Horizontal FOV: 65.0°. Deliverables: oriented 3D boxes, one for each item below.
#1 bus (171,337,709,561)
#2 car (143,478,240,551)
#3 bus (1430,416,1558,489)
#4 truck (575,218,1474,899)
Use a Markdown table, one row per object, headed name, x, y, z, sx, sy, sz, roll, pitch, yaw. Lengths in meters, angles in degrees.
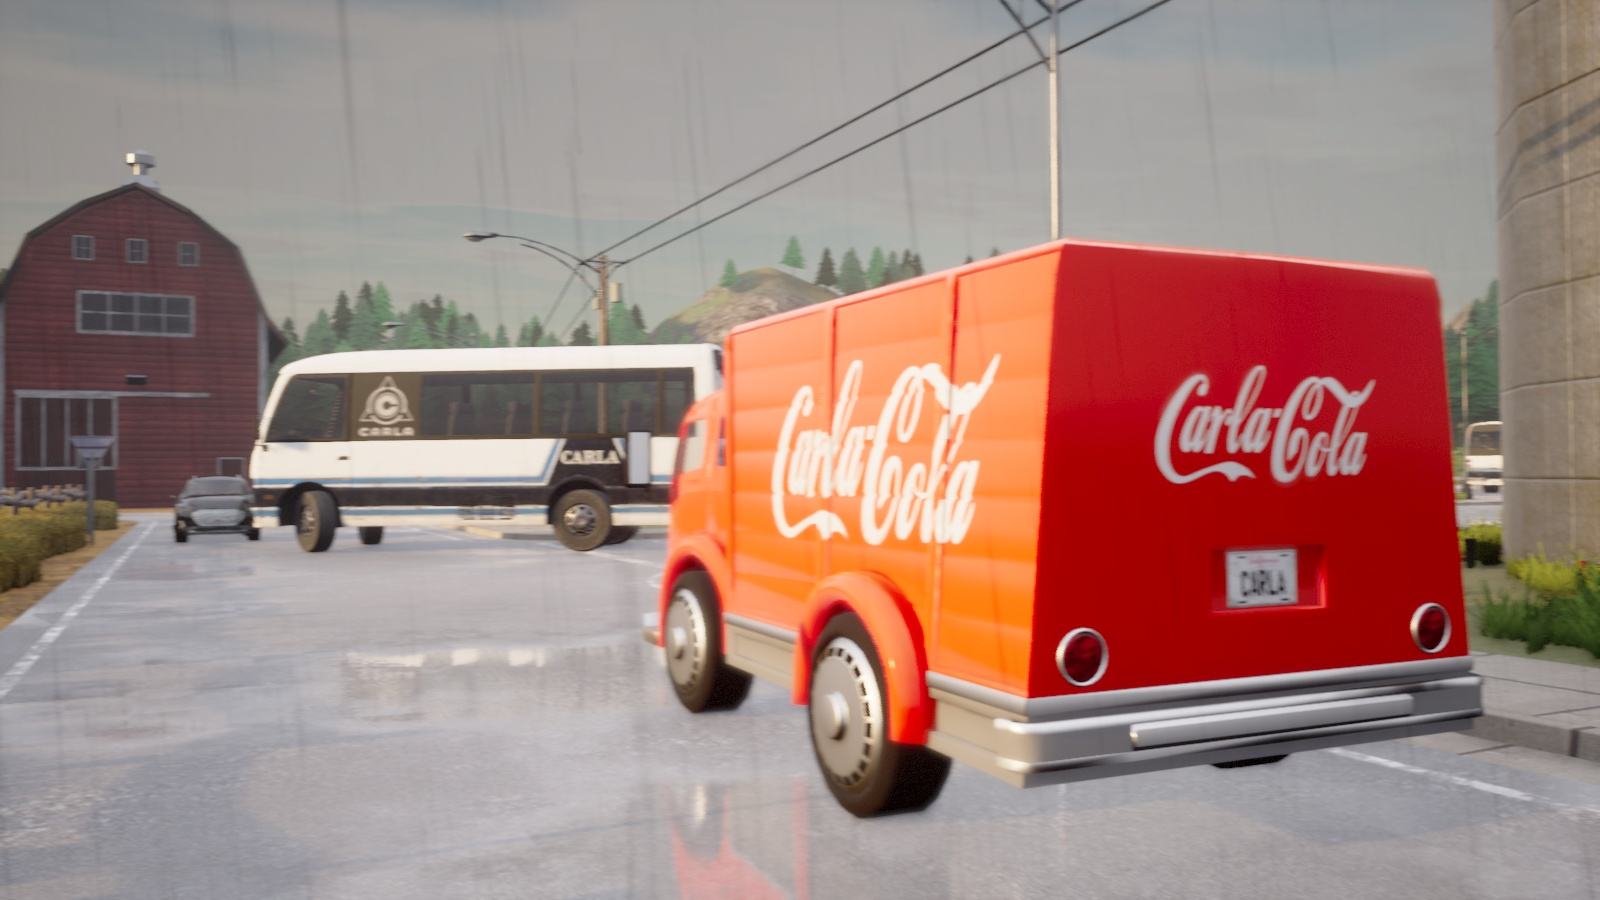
| name | x | y | z | sx | sy | sz | roll | pitch | yaw |
| --- | --- | --- | --- | --- | --- | --- | --- | --- | --- |
| bus | -7.371 | 0.040 | 26.863 | 10.273 | 4.253 | 3.944 | -1 | -1 | 4 |
| car | -15.350 | 1.559 | 31.613 | 2.033 | 1.649 | 4.856 | 0 | -1 | -27 |
| bus | 43.253 | 0.160 | 78.057 | 10.273 | 4.253 | 3.944 | 0 | 0 | -43 |
| truck | 0.677 | 0.452 | 7.402 | 2.627 | 2.467 | 5.204 | 0 | -1 | -26 |
